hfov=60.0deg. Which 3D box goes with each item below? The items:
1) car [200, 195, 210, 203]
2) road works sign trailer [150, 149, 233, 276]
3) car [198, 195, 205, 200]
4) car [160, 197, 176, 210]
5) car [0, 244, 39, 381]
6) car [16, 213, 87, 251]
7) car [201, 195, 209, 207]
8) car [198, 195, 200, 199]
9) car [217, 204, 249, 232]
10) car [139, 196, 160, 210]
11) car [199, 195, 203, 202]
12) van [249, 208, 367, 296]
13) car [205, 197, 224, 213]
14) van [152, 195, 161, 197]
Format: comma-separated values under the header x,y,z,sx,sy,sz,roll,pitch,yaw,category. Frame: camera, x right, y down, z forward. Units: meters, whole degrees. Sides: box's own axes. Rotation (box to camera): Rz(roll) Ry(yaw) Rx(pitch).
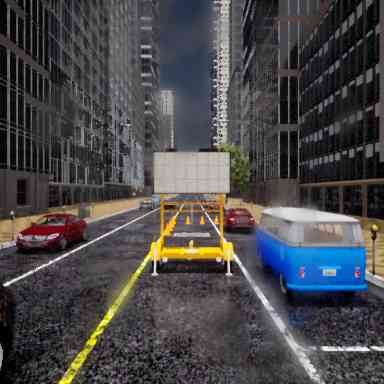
x,y,z,sx,sy,sz,roll,pitch,yaw,category
2.672,1.401,70.963,1.967,1.590,4.097,0,0,0,car
-0.003,0.464,10.365,2.380,3.560,2.880,0,0,0,road works sign trailer
2.666,1.462,93.733,1.887,1.381,4.507,0,0,0,car
-3.112,1.597,43.570,1.895,1.301,4.718,0,0,0,car
-3.101,1.505,2.228,1.837,1.490,4.892,0,0,0,car
-5.695,1.582,14.039,1.802,1.307,4.206,0,0,0,car
2.678,1.544,48.193,2.008,1.369,4.403,0,0,0,car
2.673,1.410,65.271,1.967,1.590,4.097,0,0,0,car
2.685,1.581,19.731,1.802,1.307,4.206,0,0,0,car
-5.702,1.548,42.502,2.008,1.369,4.403,0,0,0,car
2.676,1.538,53.886,2.008,1.369,4.403,0,0,0,car
2.688,1.341,8.347,1.690,1.788,3.998,0,0,0,van
2.680,1.581,36.808,1.802,1.307,4.206,0,0,0,car
-5.704,1.328,53.887,1.690,1.788,3.998,0,0,0,van
